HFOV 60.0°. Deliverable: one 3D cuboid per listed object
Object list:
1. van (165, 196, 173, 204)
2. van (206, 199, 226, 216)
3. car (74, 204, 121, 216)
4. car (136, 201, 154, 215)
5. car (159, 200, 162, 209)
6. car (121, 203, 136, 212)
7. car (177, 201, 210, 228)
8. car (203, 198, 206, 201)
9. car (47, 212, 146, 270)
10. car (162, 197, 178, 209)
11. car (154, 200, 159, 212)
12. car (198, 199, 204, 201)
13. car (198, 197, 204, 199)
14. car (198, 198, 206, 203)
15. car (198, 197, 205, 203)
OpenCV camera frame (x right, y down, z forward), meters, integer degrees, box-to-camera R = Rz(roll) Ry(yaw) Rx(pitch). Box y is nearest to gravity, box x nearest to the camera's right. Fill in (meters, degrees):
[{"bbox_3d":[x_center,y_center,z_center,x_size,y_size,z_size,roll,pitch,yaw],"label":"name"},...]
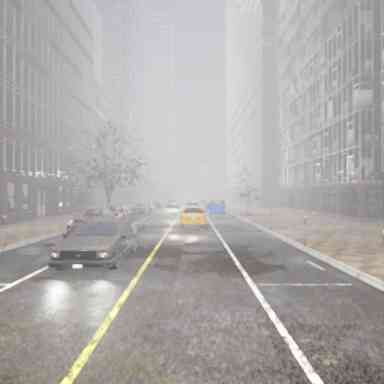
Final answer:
[{"bbox_3d":[-5.669,1.970,81.793,1.690,1.788,3.998,0,0,0],"label":"van"},{"bbox_3d":[2.698,1.650,36.249,1.690,1.788,3.998,0,0,0],"label":"van"},{"bbox_3d":[-5.687,1.606,19.178,1.967,1.590,4.097,0,0,0],"label":"car"},{"bbox_3d":[-5.682,1.859,36.254,2.008,1.369,4.403,0,0,0],"label":"car"},{"bbox_3d":[-5.677,2.017,53.331,1.802,1.307,4.206,0,0,0],"label":"car"},{"bbox_3d":[-5.685,1.654,24.870,1.967,1.590,4.097,0,0,0],"label":"car"},{"bbox_3d":[0.107,1.665,23.934,1.801,1.575,5.366,0,0,0],"label":"car"},{"bbox_3d":[2.702,1.946,47.633,2.008,1.369,4.403,0,0,0],"label":"car"},{"bbox_3d":[-3.096,1.650,11.658,2.033,1.411,5.357,0,0,0],"label":"car"},{"bbox_3d":[-3.061,1.978,52.649,2.033,1.411,5.357,0,0,0],"label":"car"},{"bbox_3d":[-5.681,1.903,41.946,2.008,1.369,4.403,0,0,0],"label":"car"},{"bbox_3d":[0.111,1.899,41.846,2.033,1.411,5.357,0,0,0],"label":"car"},{"bbox_3d":[2.710,2.173,76.095,1.802,1.307,4.206,0,0,0],"label":"car"},{"bbox_3d":[2.713,2.219,87.479,2.008,1.369,4.403,0,0,0],"label":"car"},{"bbox_3d":[2.715,2.147,93.172,1.967,1.590,4.097,0,0,0],"label":"car"}]
